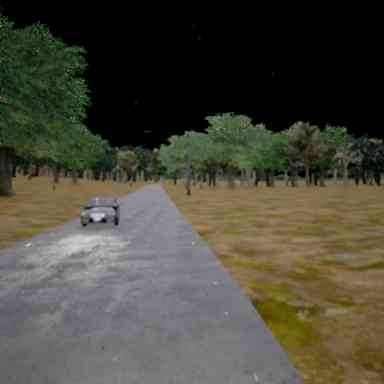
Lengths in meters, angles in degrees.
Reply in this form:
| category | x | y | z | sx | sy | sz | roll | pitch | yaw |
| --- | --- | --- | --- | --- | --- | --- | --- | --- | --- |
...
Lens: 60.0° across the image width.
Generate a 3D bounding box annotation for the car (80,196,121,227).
| category | x | y | z | sx | sy | sz | roll | pitch | yaw |
| --- | --- | --- | --- | --- | --- | --- | --- | --- | --- |
| car | -5.058 | 1.012 | 18.716 | 2.128 | 1.511 | 4.902 | 0 | 1 | -10 |
